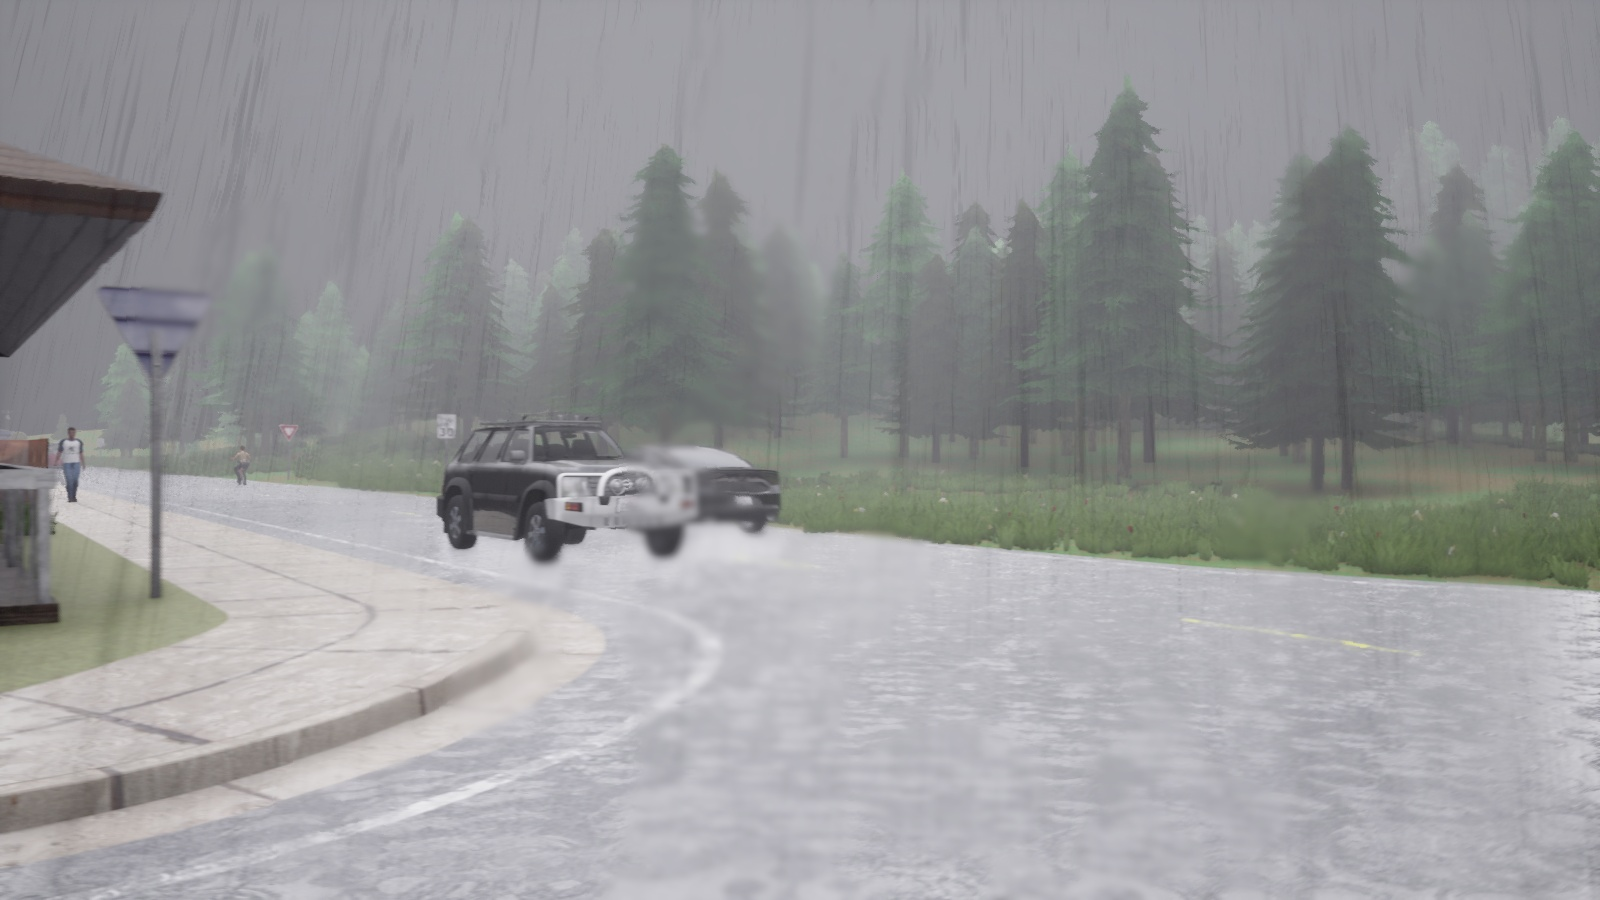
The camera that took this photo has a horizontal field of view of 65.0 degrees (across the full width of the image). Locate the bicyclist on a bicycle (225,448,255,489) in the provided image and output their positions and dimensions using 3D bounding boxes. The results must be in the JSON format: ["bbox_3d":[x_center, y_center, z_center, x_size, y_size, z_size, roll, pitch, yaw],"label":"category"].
[{"bbox_3d":[-22.791,0.737,51.114,0.866,1.612,1.509,0,0,-35],"label":"bicyclist on a bicycle"}]

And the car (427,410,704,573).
[{"bbox_3d":[-3.283,0.482,16.778,1.932,1.855,4.605,0,0,-35],"label":"car"}]

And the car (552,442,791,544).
[{"bbox_3d":[-2.349,0.658,21.589,1.882,1.535,5.008,0,0,-35],"label":"car"}]

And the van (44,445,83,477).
[{"bbox_3d":[-46.232,0.670,78.804,1.775,1.987,4.442,0,0,-35],"label":"van"}]

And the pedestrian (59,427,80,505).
[{"bbox_3d":[-17.303,0.378,29.729,0.354,1.836,0.706,0,0,-37],"label":"pedestrian"}]
